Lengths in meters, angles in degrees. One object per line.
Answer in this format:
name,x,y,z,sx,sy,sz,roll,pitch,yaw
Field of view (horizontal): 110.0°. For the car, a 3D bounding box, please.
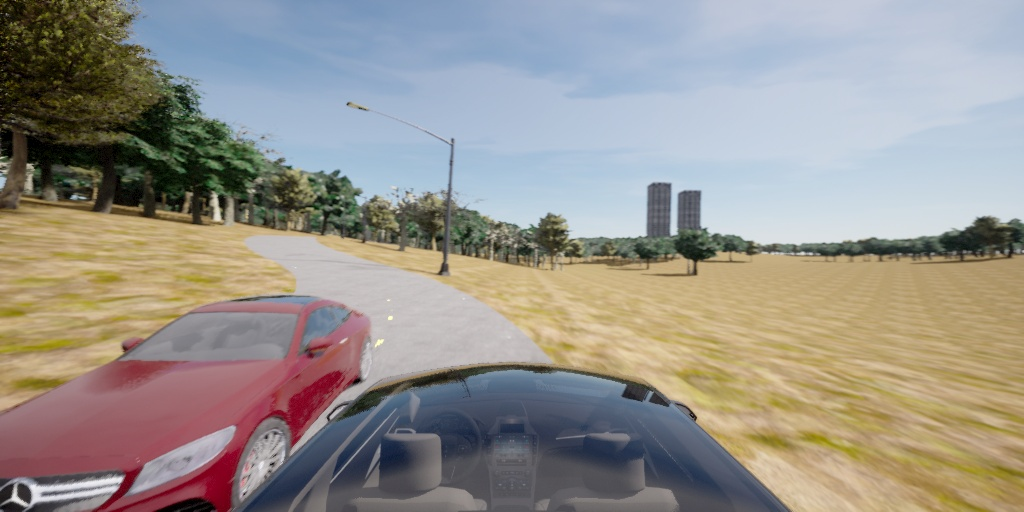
car,-3.003,1.242,4.249,1.812,1.442,4.674,2,0,-7
